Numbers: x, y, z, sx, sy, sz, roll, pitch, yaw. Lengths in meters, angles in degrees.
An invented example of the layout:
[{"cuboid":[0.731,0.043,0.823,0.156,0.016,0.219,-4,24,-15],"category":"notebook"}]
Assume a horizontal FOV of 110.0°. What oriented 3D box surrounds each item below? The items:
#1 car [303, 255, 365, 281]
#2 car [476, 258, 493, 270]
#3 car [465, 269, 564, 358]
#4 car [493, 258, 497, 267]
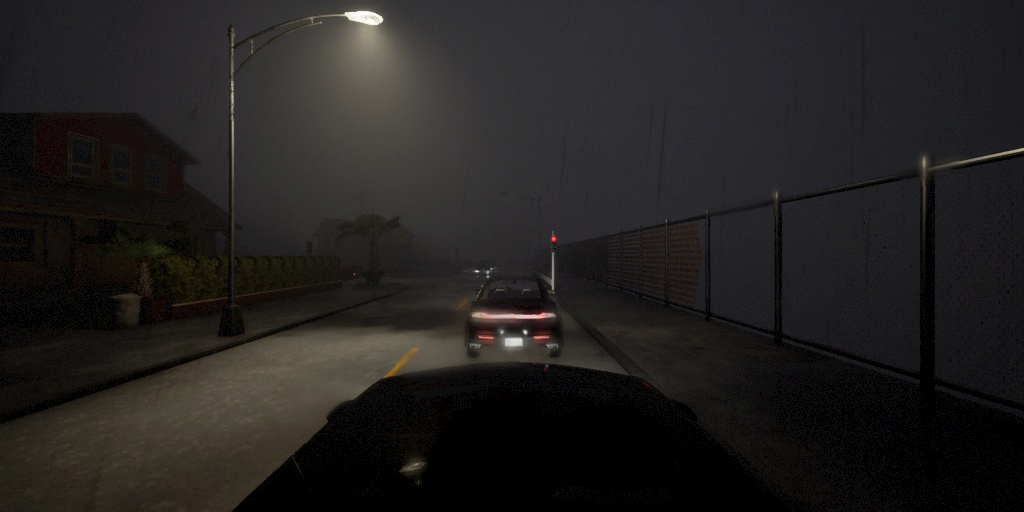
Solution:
[{"cuboid":[-14.744,0.971,28.676,5.566,2.045,2.150,0,0,0],"category":"car"},{"cuboid":[-4.111,1.255,51.850,1.837,1.490,4.892,0,0,0],"category":"car"},{"cuboid":[0.052,1.242,8.465,2.128,1.511,4.902,0,0,0],"category":"car"},{"cuboid":[-4.095,1.297,61.715,2.033,1.411,5.357,0,0,0],"category":"car"}]
